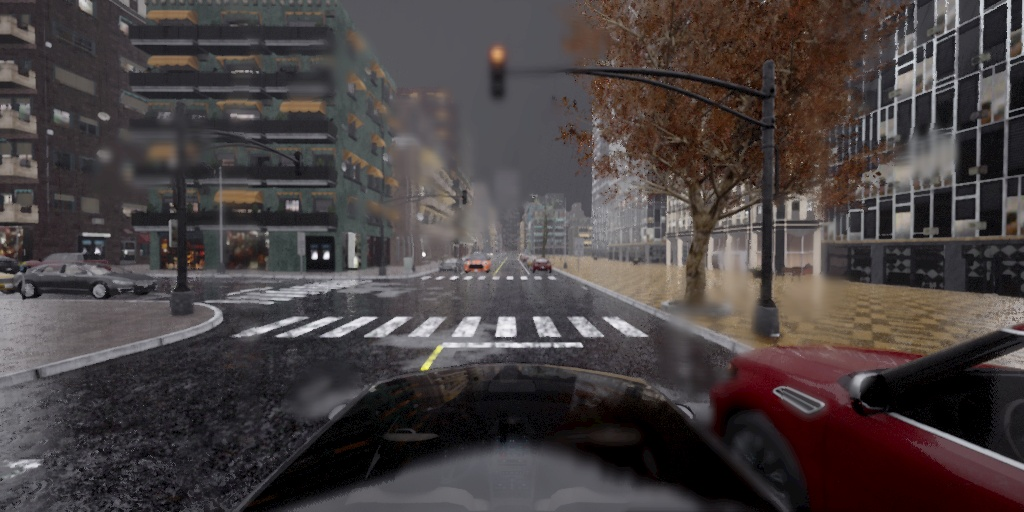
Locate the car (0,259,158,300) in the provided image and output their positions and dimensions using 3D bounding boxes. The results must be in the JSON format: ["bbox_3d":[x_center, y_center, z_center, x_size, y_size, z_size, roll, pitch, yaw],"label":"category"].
[{"bbox_3d":[-16.435,0.902,13.934,4.403,1.370,2.007,0,0,-1],"label":"car"}]

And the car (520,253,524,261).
[{"bbox_3d":[2.690,0.457,61.011,1.802,1.307,4.207,0,0,0],"label":"car"}]

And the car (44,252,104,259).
[{"bbox_3d":[-27.622,0.518,22.198,4.097,1.591,1.967,0,0,-1],"label":"car"}]

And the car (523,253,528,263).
[{"bbox_3d":[2.690,0.637,44.585,1.751,1.417,4.829,0,0,0],"label":"car"}]

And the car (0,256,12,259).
[{"bbox_3d":[-21.832,0.801,13.878,4.829,1.417,1.751,0,0,-1],"label":"car"}]

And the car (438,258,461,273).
[{"bbox_3d":[-5.690,0.823,33.351,2.007,1.370,4.403,0,0,0],"label":"car"}]

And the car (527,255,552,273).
[{"bbox_3d":[2.690,0.817,33.351,1.888,1.381,4.507,0,0,0],"label":"car"}]

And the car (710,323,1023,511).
[{"bbox_3d":[2.692,1.076,0.968,2.192,1.841,5.009,0,0,0],"label":"car"}]

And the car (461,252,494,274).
[{"bbox_3d":[-3.002,0.610,32.178,2.097,1.767,4.553,0,0,0],"label":"car"}]
